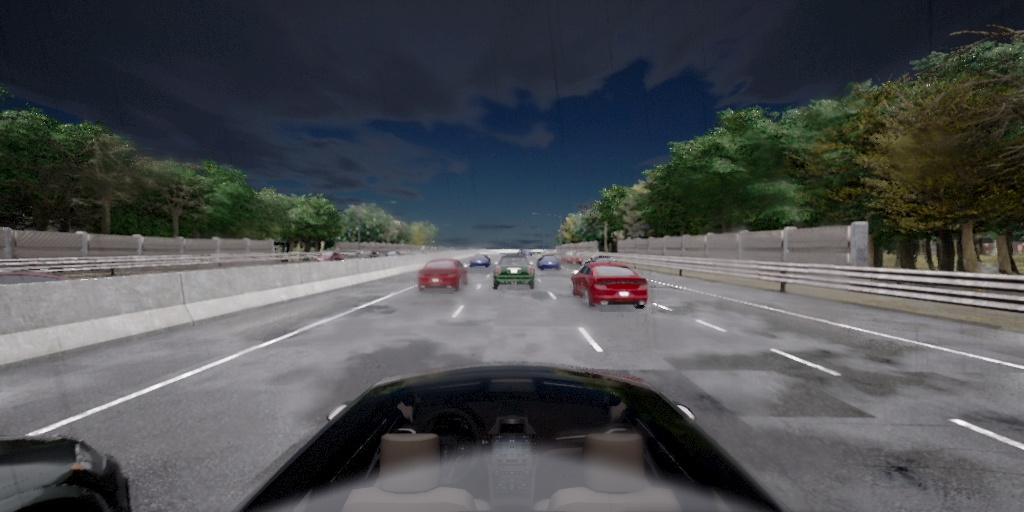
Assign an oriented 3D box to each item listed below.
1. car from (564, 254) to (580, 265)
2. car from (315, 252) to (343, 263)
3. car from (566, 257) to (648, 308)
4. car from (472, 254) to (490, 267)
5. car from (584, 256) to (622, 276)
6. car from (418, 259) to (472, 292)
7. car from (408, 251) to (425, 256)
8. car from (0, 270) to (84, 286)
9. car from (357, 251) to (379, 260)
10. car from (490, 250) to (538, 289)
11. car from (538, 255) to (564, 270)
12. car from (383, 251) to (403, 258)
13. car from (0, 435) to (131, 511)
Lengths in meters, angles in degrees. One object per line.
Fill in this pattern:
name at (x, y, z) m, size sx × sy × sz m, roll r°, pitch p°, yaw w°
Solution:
car at (7.113, 0.413, 42.852) m, size 1.895 × 1.301 × 4.718 m, roll 0°, pitch 2°, yaw -1°
car at (-24.567, 0.194, 48.285) m, size 1.812 × 1.442 × 4.674 m, roll 0°, pitch 2°, yaw 0°
car at (3.504, 0.983, 13.658) m, size 1.882 × 1.535 × 5.008 m, roll 0°, pitch 1°, yaw 0°
car at (-3.387, 0.474, 39.044) m, size 1.994 × 1.385 × 4.181 m, roll 0°, pitch 1°, yaw 0°
car at (7.109, 0.732, 28.530) m, size 1.994 × 1.385 × 4.181 m, roll 0°, pitch 1°, yaw 0°
car at (-3.394, 0.878, 18.386) m, size 1.882 × 1.535 × 5.008 m, roll 0°, pitch 1°, yaw 0°
car at (-14.063, 0.012, 53.134) m, size 1.882 × 1.535 × 5.008 m, roll 0°, pitch 2°, yaw 0°
car at (-14.097, 1.122, 9.421) m, size 1.812 × 1.442 × 4.674 m, roll 0°, pitch 1°, yaw 0°
car at (-21.056, 0.056, 52.598) m, size 1.837 × 1.490 × 4.892 m, roll 0°, pitch 1°, yaw 0°
car at (0.107, 0.725, 19.582) m, size 2.097 × 1.767 × 4.553 m, roll 0°, pitch 1°, yaw 0°
car at (3.512, 0.585, 34.619) m, size 1.994 × 1.385 × 4.181 m, roll 0°, pitch 1°, yaw 0°
car at (-17.561, 0.060, 53.137) m, size 1.812 × 1.442 × 4.674 m, roll 0°, pitch 2°, yaw 0°
car at (-3.400, 1.336, 0.474) m, size 1.994 × 1.385 × 4.181 m, roll 0°, pitch 1°, yaw 0°
